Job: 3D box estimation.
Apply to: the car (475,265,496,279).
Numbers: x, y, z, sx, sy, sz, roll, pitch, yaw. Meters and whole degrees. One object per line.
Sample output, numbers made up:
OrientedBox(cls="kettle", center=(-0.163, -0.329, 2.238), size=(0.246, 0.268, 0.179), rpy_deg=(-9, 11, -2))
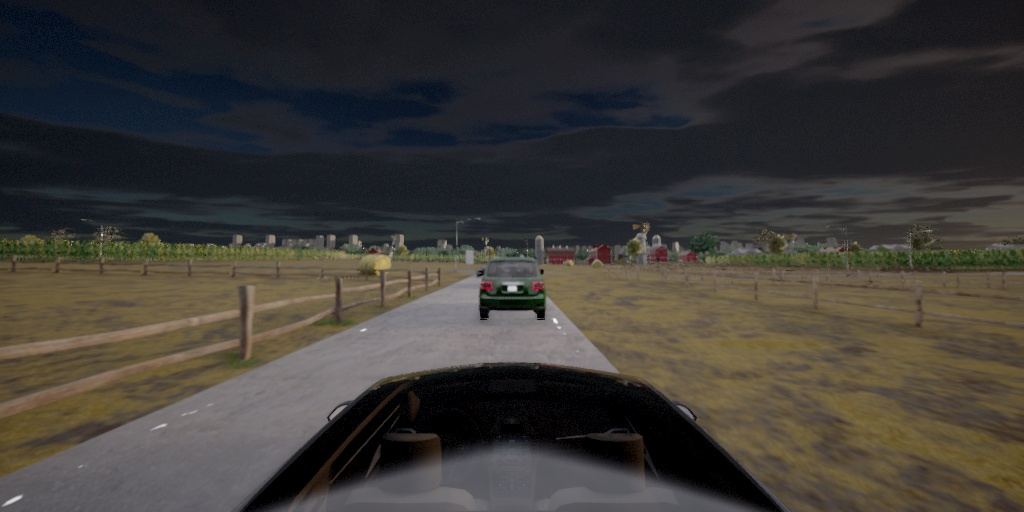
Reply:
OrientedBox(cls="car", center=(-2.791, 1.678, 38.866), size=(1.895, 1.301, 4.718), rpy_deg=(0, -1, 0))

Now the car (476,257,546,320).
OrientedBox(cls="car", center=(0.036, 1.067, 13.282), size=(2.150, 2.045, 5.566), rpy_deg=(0, 0, 1))
